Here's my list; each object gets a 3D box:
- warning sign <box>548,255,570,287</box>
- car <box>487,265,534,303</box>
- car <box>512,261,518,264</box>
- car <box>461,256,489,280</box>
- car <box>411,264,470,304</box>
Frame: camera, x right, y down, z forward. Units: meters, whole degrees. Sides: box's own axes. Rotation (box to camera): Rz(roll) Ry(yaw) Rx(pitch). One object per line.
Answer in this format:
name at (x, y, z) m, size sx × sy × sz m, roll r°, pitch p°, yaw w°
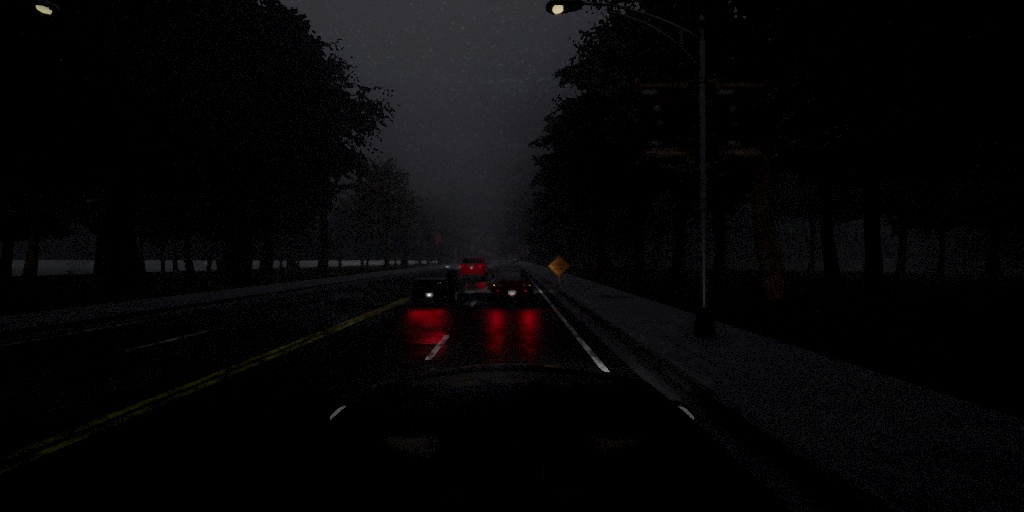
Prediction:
warning sign at (2.850, 0.880, 21.599) m, size 1.300 × 1.860 × 1.060 m, roll 0°, pitch 0°, yaw 0°
car at (0.000, 1.293, 16.502) m, size 1.812 × 1.442 × 4.674 m, roll 0°, pitch 0°, yaw 0°
car at (0.000, 1.397, 31.535) m, size 1.895 × 1.301 × 4.718 m, roll 0°, pitch 0°, yaw 0°
car at (-3.250, 1.038, 31.537) m, size 2.150 × 2.045 × 5.566 m, roll 0°, pitch 0°, yaw 0°
car at (-3.250, 1.276, 16.502) m, size 1.837 × 1.490 × 4.892 m, roll 0°, pitch 0°, yaw 0°
